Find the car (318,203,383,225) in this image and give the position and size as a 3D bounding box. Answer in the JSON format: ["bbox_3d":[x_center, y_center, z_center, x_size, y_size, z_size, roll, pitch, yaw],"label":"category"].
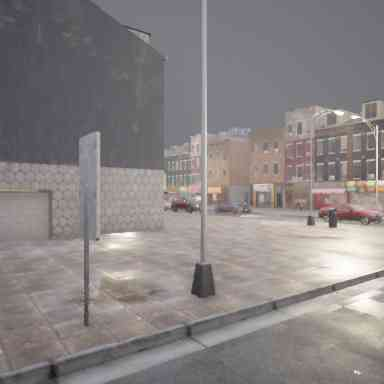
[{"bbox_3d":[11.665,1.572,24.565,1.812,1.442,4.674,0,0,-36],"label":"car"}]

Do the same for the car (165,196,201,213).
[{"bbox_3d":[-0.477,1.413,37.201,2.192,1.841,5.009,0,0,-36],"label":"car"}]

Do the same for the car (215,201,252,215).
[{"bbox_3d":[4.282,1.654,34.892,1.994,1.385,4.181,0,0,-37],"label":"car"}]
